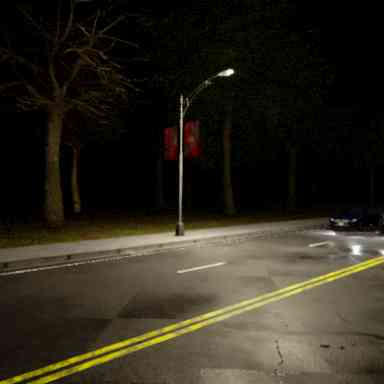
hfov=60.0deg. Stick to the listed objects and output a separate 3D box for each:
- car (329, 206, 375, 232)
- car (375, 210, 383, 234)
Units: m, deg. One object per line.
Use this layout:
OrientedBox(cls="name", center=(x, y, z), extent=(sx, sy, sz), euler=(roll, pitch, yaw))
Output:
OrientedBox(cls="car", center=(10.746, 1.665, 21.562), extent=(4.674, 1.442, 1.812), euler=(0, -1, -40))
OrientedBox(cls="car", center=(12.354, 1.625, 18.666), extent=(4.674, 1.442, 1.812), euler=(0, -1, -40))
